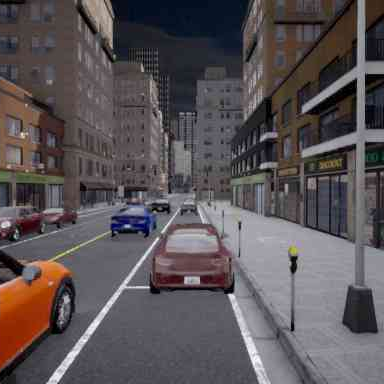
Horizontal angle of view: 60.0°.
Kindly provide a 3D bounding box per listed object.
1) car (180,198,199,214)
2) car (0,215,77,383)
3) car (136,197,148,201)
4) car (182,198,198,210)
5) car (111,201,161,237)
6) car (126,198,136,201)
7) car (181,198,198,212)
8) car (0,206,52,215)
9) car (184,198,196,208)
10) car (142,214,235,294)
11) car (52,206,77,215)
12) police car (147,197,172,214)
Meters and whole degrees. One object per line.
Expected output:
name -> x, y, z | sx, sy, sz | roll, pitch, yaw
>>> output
car -> -0.280, 1.537, 32.939 | 2.008, 1.369, 4.403 | -1, 0, 0
car -> -3.045, 1.351, 3.868 | 2.097, 1.767, 4.553 | 0, 0, 0
car -> -6.145, 1.482, 47.566 | 2.128, 1.511, 4.902 | 0, 0, 0
car -> -0.277, 1.543, 44.111 | 1.947, 1.339, 4.313 | -1, 0, 0
car -> -3.044, 1.472, 18.148 | 1.882, 1.535, 5.008 | 0, 0, 0
car -> -8.821, 1.516, 49.695 | 1.887, 1.381, 4.507 | -1, 0, 0
car -> -0.279, 1.507, 38.694 | 1.752, 1.417, 4.829 | -1, 0, 0
car -> -8.823, 1.435, 16.181 | 1.967, 1.590, 4.097 | -1, 0, 0
car -> -0.275, 1.553, 49.696 | 1.802, 1.307, 4.206 | -1, 0, 0
car -> 0.003, 1.523, 8.652 | 1.812, 1.442, 4.674 | 0, 0, 0
car -> -8.821, 1.575, 21.767 | 1.802, 1.307, 4.206 | -1, 0, 0
police car -> -3.144, 1.410, 35.032 | 1.930, 1.638, 5.238 | 0, 0, 0
